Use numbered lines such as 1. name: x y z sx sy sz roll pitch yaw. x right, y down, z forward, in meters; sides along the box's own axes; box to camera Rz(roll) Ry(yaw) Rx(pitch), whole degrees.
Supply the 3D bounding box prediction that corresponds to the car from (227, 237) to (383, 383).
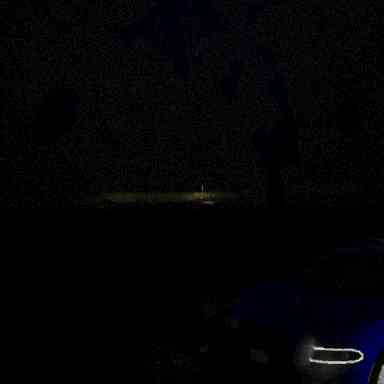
1. car: 2.754 1.476 4.989 5.008 1.535 1.882 0 0 -35
